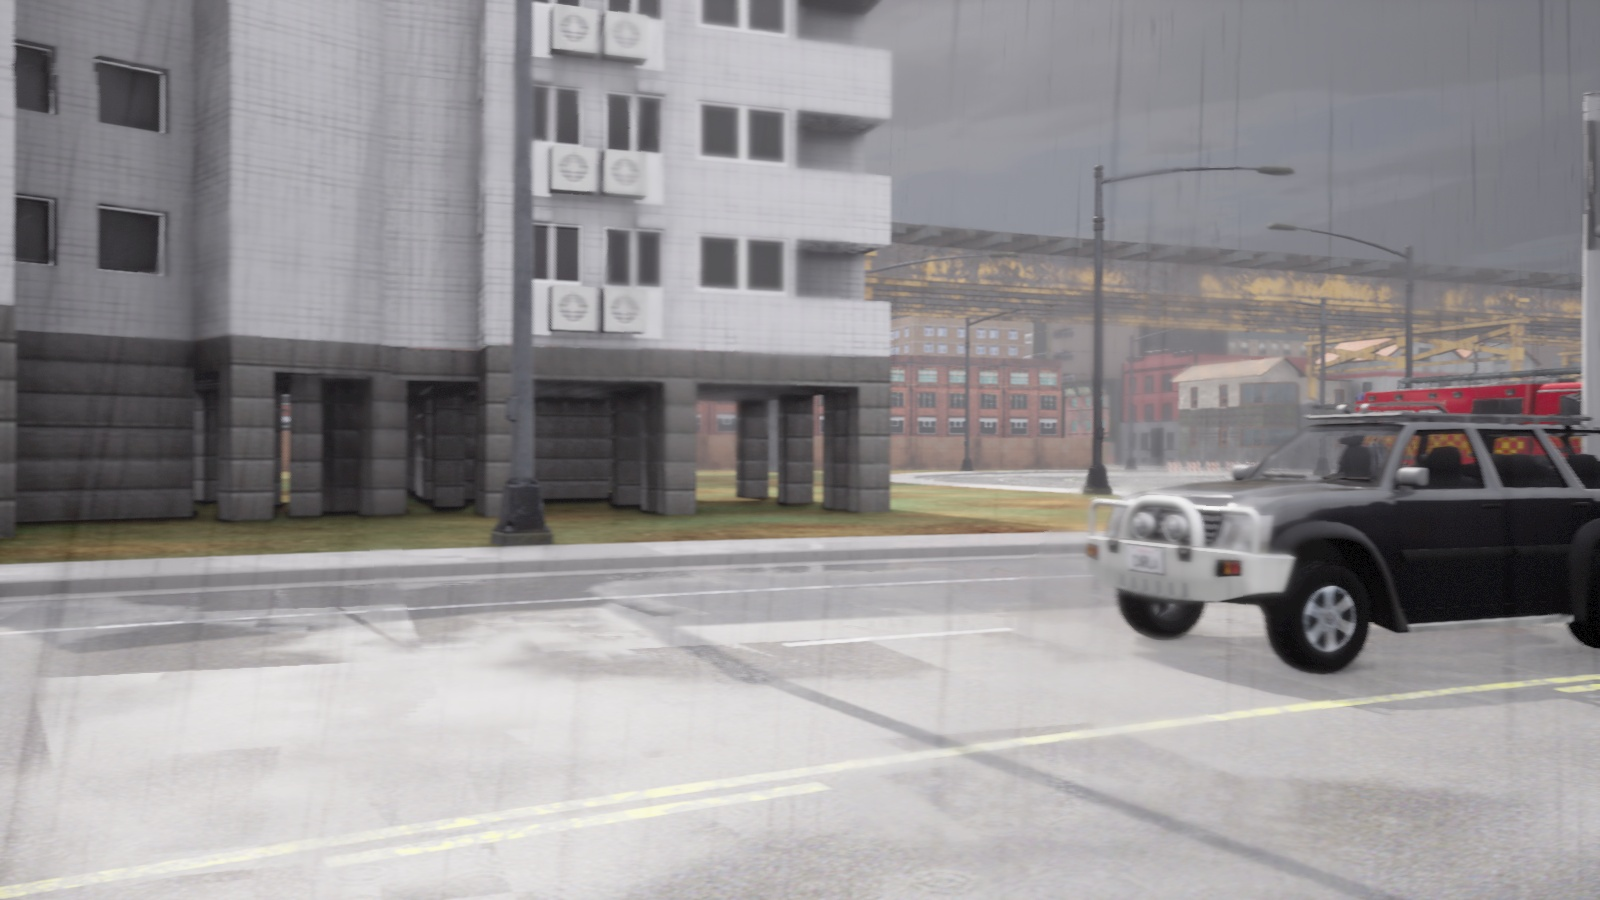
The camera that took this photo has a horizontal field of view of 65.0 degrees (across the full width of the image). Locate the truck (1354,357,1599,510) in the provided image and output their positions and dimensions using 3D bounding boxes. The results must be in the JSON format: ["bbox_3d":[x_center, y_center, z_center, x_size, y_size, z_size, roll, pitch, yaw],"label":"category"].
[{"bbox_3d":[20.001,-0.402,35.380,2.891,3.827,8.468,0,0,-21],"label":"truck"}]

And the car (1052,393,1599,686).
[{"bbox_3d":[4.455,0.566,9.705,4.605,1.855,1.932,0,0,-22],"label":"car"}]
